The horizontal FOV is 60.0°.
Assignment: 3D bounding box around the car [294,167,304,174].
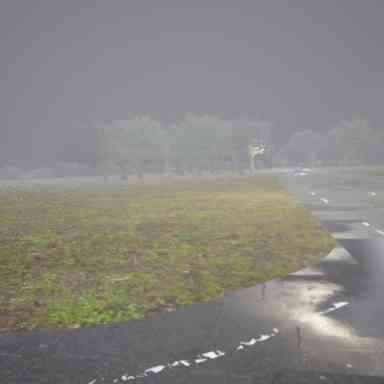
[{"bbox_3d":[24.100,-4.941,75.144,1.812,1.442,4.674,-2,4,19],"label":"car"}]
